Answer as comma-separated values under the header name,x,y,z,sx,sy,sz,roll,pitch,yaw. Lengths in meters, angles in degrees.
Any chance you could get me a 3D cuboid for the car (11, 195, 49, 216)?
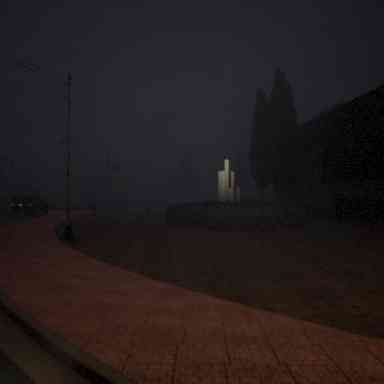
name,x,y,z,sx,sy,sz,roll,pitch,yaw
car,-16.611,1.364,34.359,2.150,2.045,5.566,0,0,-6
